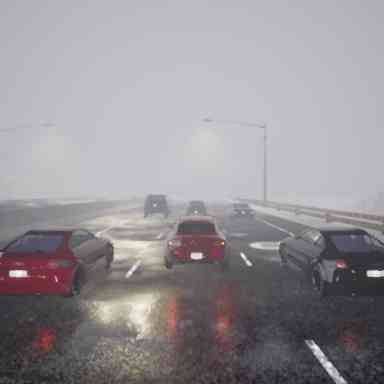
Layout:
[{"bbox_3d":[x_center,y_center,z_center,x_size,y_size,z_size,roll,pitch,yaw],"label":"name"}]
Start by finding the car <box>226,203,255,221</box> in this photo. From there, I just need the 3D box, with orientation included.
[{"bbox_3d":[3.834,1.557,26.984,2.033,1.411,5.357,0,0,1],"label":"car"}]

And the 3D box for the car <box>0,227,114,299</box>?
[{"bbox_3d":[-3.379,1.565,8.514,1.994,1.385,4.181,0,0,0],"label":"car"}]

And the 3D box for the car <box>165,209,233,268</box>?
[{"bbox_3d":[0.146,1.527,11.126,1.812,1.442,4.674,0,0,0],"label":"car"}]

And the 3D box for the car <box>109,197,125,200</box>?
[{"bbox_3d":[-15.929,1.685,72.653,1.895,1.301,4.718,0,0,2],"label":"car"}]

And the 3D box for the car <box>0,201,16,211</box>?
[{"bbox_3d":[-17.267,1.572,32.074,1.994,1.385,4.181,0,0,1],"label":"car"}]

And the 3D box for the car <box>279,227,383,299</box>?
[{"bbox_3d":[3.621,1.566,8.525,1.994,1.385,4.181,0,0,0],"label":"car"}]

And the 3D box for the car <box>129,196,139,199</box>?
[{"bbox_3d":[-12.468,1.571,71.693,1.882,1.535,5.008,0,0,2],"label":"car"}]

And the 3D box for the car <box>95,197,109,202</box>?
[{"bbox_3d":[-19.444,1.683,72.393,1.895,1.301,4.718,0,0,2],"label":"car"}]

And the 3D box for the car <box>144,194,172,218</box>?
[{"bbox_3d":[-3.097,1.233,30.939,2.150,2.045,5.566,0,0,1],"label":"car"}]

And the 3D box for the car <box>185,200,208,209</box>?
[{"bbox_3d":[0.423,1.519,31.818,1.837,1.490,4.892,0,0,1],"label":"car"}]

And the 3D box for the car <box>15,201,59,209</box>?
[{"bbox_3d":[-13.793,1.556,31.036,2.033,1.411,5.357,0,0,1],"label":"car"}]
